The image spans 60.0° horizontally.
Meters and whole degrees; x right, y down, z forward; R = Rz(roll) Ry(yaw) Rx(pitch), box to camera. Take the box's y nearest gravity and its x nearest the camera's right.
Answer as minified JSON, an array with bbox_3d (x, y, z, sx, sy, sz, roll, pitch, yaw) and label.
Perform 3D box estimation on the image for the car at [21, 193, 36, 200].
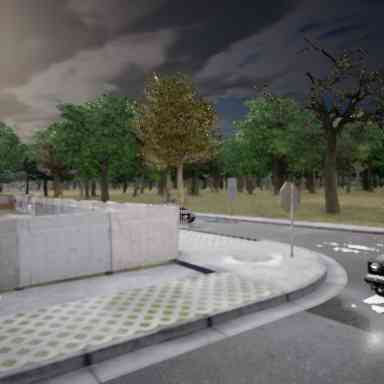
[{"bbox_3d":[-37.385,1.193,77.032,2.128,1.511,4.902,0,0,-36],"label":"car"}]

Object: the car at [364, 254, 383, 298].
[{"bbox_3d":[5.629,1.462,6.982,4.718,1.301,1.895,-1,1,-36],"label":"car"}]

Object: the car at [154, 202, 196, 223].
[{"bbox_3d":[-1.556,1.360,22.234,1.994,1.385,4.181,0,0,-36],"label":"car"}]

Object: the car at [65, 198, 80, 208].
[{"bbox_3d":[-14.366,1.386,40.131,1.895,1.301,4.718,0,0,-35],"label":"car"}]
